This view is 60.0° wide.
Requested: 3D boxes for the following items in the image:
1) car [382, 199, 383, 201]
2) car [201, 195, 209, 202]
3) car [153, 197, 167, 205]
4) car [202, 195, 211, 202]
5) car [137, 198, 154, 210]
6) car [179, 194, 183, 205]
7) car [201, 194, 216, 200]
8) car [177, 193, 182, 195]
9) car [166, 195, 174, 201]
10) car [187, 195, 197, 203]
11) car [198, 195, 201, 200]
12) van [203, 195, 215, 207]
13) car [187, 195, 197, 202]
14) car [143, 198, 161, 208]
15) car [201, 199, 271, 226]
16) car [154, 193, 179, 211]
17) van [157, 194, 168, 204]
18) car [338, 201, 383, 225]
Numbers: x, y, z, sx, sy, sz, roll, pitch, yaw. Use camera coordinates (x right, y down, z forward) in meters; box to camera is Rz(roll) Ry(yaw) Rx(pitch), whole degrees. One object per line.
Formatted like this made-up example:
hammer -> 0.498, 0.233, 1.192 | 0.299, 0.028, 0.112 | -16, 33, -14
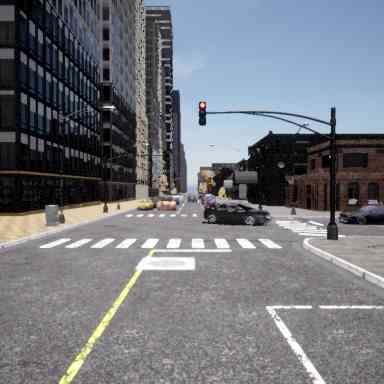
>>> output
car -> 16.532, 1.415, 27.221 | 5.009, 1.841, 2.192 | 1, 0, 1
car -> 3.165, 1.488, 80.422 | 1.837, 1.490, 4.892 | 0, 0, 0
car -> -5.654, 1.553, 58.859 | 1.947, 1.339, 4.313 | -1, 0, 0
car -> 3.163, 1.488, 73.421 | 1.837, 1.490, 4.892 | 0, 0, 0
car -> -5.830, 1.515, 41.756 | 1.752, 1.417, 4.829 | -1, 0, 0
car -> -3.071, 1.552, 56.330 | 1.994, 1.385, 4.181 | 0, 0, 0
car -> 2.688, 1.429, 47.513 | 1.967, 1.590, 4.097 | -1, 0, 0
car -> -2.982, 1.204, 69.507 | 2.150, 2.045, 5.566 | 0, 0, 0
car -> -5.648, 1.509, 86.909 | 1.752, 1.417, 4.829 | -1, 0, 0
car -> 0.016, 1.339, 70.043 | 2.097, 1.767, 4.553 | 0, 0, 0
car -> 2.688, 1.302, 58.801 | 2.192, 1.841, 5.009 | -1, 0, 0
van -> 2.687, 1.329, 53.157 | 1.690, 1.788, 3.998 | -1, 0, 0
car -> 0.019, 1.430, 78.857 | 2.128, 1.511, 4.902 | 0, 0, 0
car -> -5.657, 1.555, 47.569 | 1.947, 1.339, 4.313 | -1, 0, 0
car -> 3.047, 1.500, 23.319 | 4.892, 1.490, 1.837 | 0, 2, 34
car -> -3.090, 1.342, 40.701 | 2.097, 1.767, 4.553 | 0, 0, 0
van -> -5.657, 1.327, 64.502 | 1.690, 1.788, 3.998 | -1, 0, 0
car -> 13.851, 1.662, 24.690 | 5.357, 1.411, 2.033 | 1, 1, 2
